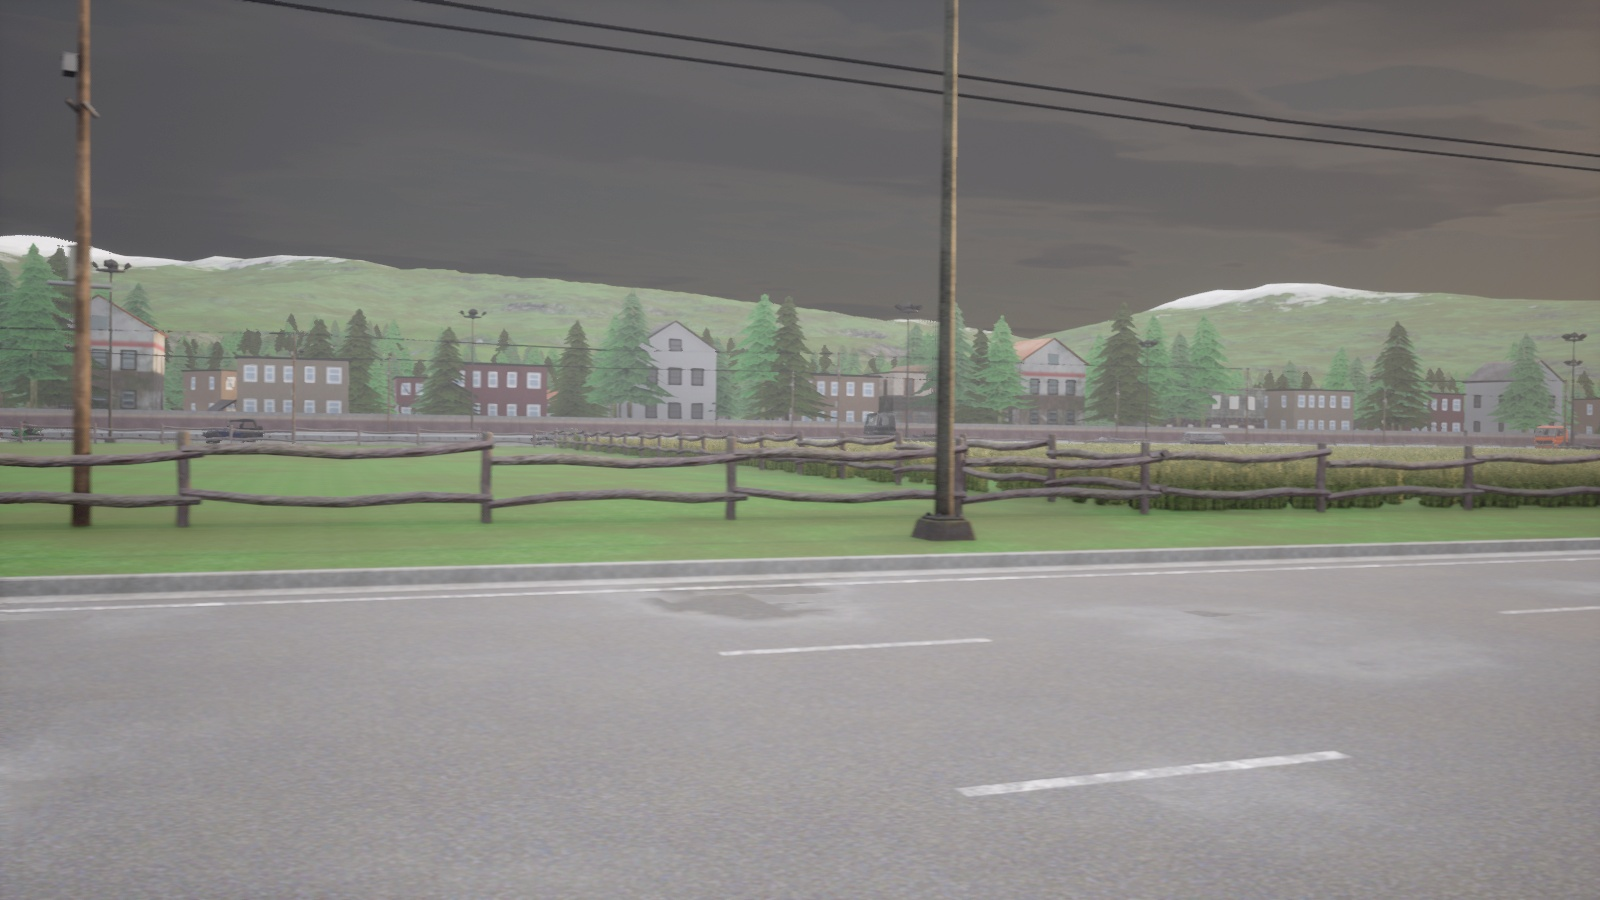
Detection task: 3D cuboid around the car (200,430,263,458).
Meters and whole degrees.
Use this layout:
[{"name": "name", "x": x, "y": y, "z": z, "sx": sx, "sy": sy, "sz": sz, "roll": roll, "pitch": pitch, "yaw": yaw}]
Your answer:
[{"name": "car", "x": -39.757, "y": -0.421, "z": 87.911, "sx": 3.866, "sy": 1.878, "sz": 1.905, "roll": -1, "pitch": 1, "yaw": -21}]
